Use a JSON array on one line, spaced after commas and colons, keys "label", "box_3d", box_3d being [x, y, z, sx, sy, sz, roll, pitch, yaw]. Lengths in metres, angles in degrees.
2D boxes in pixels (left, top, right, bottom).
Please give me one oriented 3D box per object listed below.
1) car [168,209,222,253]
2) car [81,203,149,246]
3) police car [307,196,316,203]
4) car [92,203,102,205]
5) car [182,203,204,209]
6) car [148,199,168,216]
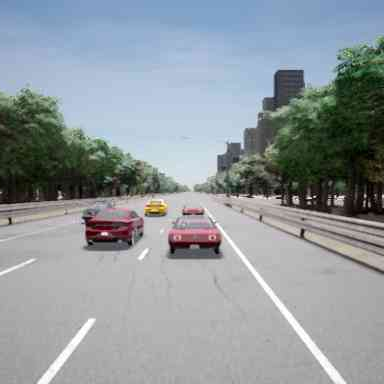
[{"label": "car", "box_3d": [0.096, 1.602, 13.693, 1.895, 1.301, 4.718, 0, 0, 0]}, {"label": "car", "box_3d": [-3.405, 1.479, 15.426, 1.882, 1.535, 5.008, 0, 0, 0]}, {"label": "police car", "box_3d": [27.393, 1.686, 77.115, 2.038, 1.542, 4.974, 0, 1, -44]}, {"label": "car", "box_3d": [-6.907, 1.545, 25.755, 2.033, 1.411, 5.357, 0, 0, 0]}, {"label": "car", "box_3d": [0.091, 1.594, 29.469, 1.895, 1.301, 4.718, 0, 0, 0]}, {"label": "car", "box_3d": [-3.410, 1.465, 32.588, 1.882, 1.535, 5.008, 0, 0, 0]}]
